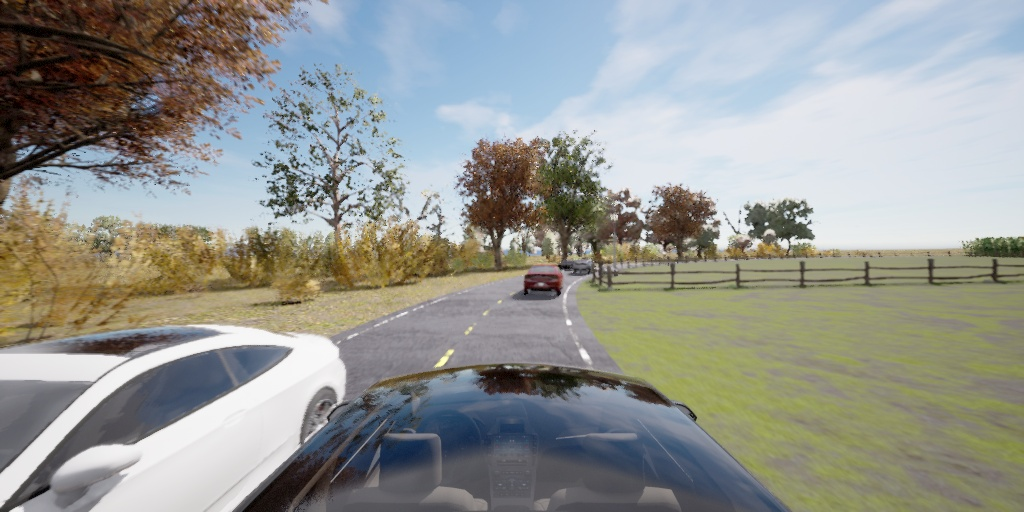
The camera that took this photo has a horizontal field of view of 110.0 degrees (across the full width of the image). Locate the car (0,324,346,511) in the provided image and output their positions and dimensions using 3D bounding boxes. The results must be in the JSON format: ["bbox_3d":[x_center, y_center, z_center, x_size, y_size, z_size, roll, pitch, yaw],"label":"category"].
[{"bbox_3d":[-2.754,1.275,2.186,1.812,1.442,4.674,0,0,1],"label":"car"}]

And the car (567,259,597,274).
[{"bbox_3d":[7.868,1.085,38.334,2.128,1.511,4.902,0,1,24],"label":"car"}]

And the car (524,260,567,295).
[{"bbox_3d":[1.829,1.202,19.605,1.882,1.535,5.008,0,0,10],"label":"car"}]
